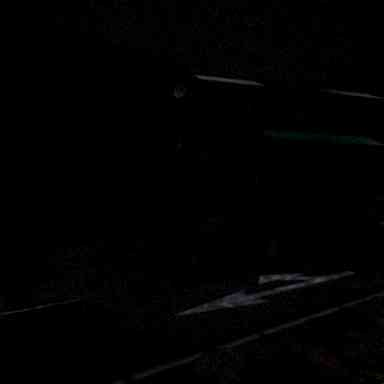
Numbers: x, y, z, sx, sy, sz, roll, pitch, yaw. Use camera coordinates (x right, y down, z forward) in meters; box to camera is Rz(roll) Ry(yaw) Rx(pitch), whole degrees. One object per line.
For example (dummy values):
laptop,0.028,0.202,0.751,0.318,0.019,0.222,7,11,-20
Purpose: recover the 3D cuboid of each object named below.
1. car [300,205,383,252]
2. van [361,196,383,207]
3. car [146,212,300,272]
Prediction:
car,5.542,1.466,13.912,4.792,1.488,2.163,0,0,-32
van,10.183,1.187,16.787,4.442,1.987,1.878,0,0,-31
car,0.938,1.458,10.917,5.008,1.535,2.097,0,0,-33
